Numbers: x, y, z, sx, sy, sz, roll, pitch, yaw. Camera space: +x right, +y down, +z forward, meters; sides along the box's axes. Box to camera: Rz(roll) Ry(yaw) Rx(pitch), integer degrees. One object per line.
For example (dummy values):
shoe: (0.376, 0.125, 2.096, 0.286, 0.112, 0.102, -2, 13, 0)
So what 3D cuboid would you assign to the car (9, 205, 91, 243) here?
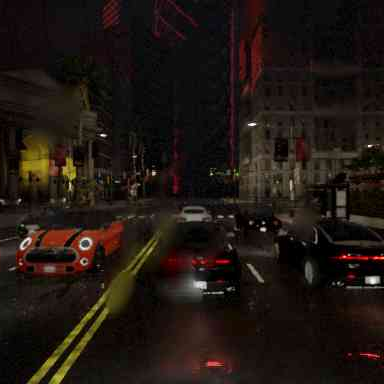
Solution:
car: (-7.031, 1.494, 17.174, 2.128, 1.511, 4.902, 0, 0, 1)

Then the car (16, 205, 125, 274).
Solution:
car: (-3.573, 1.353, 10.611, 2.097, 1.767, 4.553, 0, 0, 0)

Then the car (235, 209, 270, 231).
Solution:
car: (3.624, 1.603, 19.112, 1.895, 1.301, 4.718, 0, 0, 0)

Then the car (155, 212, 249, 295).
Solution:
car: (0.120, 1.507, 8.723, 1.837, 1.490, 4.892, 0, 0, 0)

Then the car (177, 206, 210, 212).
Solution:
car: (0.111, 1.528, 19.613, 1.812, 1.442, 4.674, 0, 0, 0)

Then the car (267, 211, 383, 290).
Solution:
car: (3.621, 1.507, 9.095, 1.837, 1.490, 4.892, 0, 0, 0)
